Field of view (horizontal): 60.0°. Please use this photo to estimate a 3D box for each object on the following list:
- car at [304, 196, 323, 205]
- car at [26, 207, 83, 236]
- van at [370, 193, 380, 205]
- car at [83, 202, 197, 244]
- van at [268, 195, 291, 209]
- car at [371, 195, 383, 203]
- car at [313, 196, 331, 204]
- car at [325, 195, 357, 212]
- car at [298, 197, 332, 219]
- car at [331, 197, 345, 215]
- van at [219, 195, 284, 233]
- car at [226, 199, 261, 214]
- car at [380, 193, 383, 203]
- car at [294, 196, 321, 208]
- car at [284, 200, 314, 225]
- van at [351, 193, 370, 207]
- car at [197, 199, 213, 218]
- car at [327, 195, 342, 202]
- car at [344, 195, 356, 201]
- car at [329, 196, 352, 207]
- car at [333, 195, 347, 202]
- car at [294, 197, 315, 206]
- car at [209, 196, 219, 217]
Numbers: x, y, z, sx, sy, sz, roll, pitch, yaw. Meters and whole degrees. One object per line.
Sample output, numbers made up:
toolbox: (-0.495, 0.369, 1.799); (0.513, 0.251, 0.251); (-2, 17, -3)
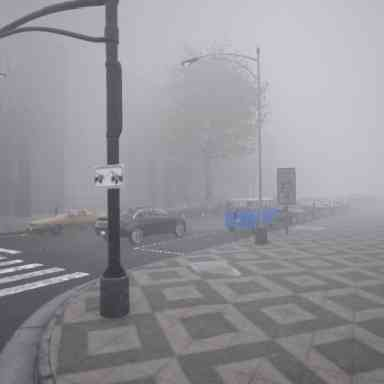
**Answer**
car: (21.015, 1.439, 57.490); (1.752, 1.417, 4.829); (-1, 0, 36)
car: (-6.795, 1.564, 18.855); (1.752, 1.417, 4.829); (-1, 0, 36)
van: (28.673, 1.102, 53.544); (1.690, 1.788, 3.998); (-1, -1, 36)
car: (-2.178, 1.429, 15.401); (2.128, 1.511, 4.902); (-1, -1, 36)
van: (11.843, 1.292, 44.750); (1.690, 1.788, 3.998); (-1, 0, 36)
car: (34.999, 1.303, 62.330); (1.947, 1.339, 4.313); (-1, -1, 36)
car: (24.203, 1.453, 61.921); (2.008, 1.369, 4.403); (-1, -1, 36)
car: (16.028, 1.363, 35.967); (2.008, 1.369, 4.403); (-1, 0, 36)
car: (9.704, 1.385, 27.179); (1.887, 1.381, 4.507); (-1, 0, 36)
car: (12.867, 1.408, 31.574); (1.802, 1.307, 4.206); (-1, 0, 36)
van: (3.378, 1.212, 18.393); (1.690, 1.788, 3.998); (-1, 0, 36)
car: (5.668, 1.528, 36.163); (2.008, 1.369, 4.403); (-1, 0, 36)
car: (31.936, 1.274, 58.075); (1.752, 1.417, 4.829); (-1, -1, 36)
car: (15.947, 1.386, 45.724); (2.128, 1.511, 4.902); (-1, -1, 36)
car: (6.543, 1.422, 22.785); (1.947, 1.339, 4.313); (-1, 0, 36)
van: (22.349, 1.127, 44.756); (1.690, 1.788, 3.998); (-1, 0, 36)
car: (-0.511, 1.551, 27.577); (1.887, 1.381, 4.507); (-1, 0, 36)
car: (29.970, 1.432, 69.934); (2.008, 1.369, 4.403); (-1, -1, 36)
car: (39.510, 1.400, 83.192); (2.008, 1.369, 4.403); (-1, -1, 36)
car: (21.789, 1.375, 48.705); (2.033, 1.411, 5.357); (-1, -1, 36)
car: (33.150, 1.415, 74.353); (1.887, 1.381, 4.507); (-1, -1, 36)
car: (18.025, 1.491, 53.334); (1.947, 1.339, 4.313); (-1, 0, 36)
car: (2.575, 1.307, 31.872); (2.192, 1.841, 5.009); (-1, 0, 36)
